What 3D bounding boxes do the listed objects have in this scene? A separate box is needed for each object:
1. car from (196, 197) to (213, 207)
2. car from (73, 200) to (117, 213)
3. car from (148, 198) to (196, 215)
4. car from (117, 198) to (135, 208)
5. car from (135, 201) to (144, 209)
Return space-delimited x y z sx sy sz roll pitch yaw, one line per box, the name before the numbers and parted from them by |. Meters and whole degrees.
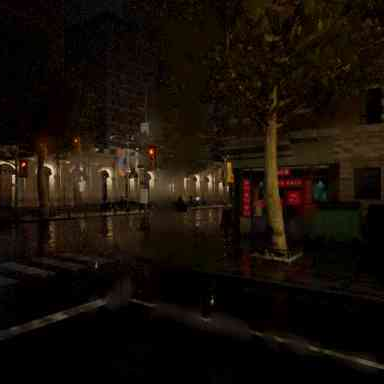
car | 1.318 1.547 52.545 2.033 1.411 5.357 0 0 36
car | -10.694 1.564 35.895 1.994 1.385 4.181 0 0 36
car | -1.980 1.505 33.958 1.837 1.490 4.892 0 0 36
car | -10.235 1.595 47.907 1.895 1.301 4.718 0 0 36
car | -4.934 1.564 43.901 1.994 1.385 4.181 0 0 35
